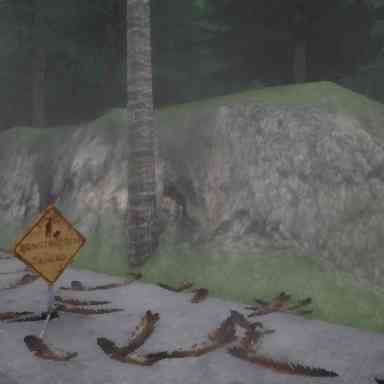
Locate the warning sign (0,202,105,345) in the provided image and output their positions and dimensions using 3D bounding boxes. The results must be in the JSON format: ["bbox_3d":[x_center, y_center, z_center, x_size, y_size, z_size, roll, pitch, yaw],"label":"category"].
[{"bbox_3d":[-2.249,1.117,5.290,1.060,1.860,1.300,0,0,36],"label":"warning sign"}]
